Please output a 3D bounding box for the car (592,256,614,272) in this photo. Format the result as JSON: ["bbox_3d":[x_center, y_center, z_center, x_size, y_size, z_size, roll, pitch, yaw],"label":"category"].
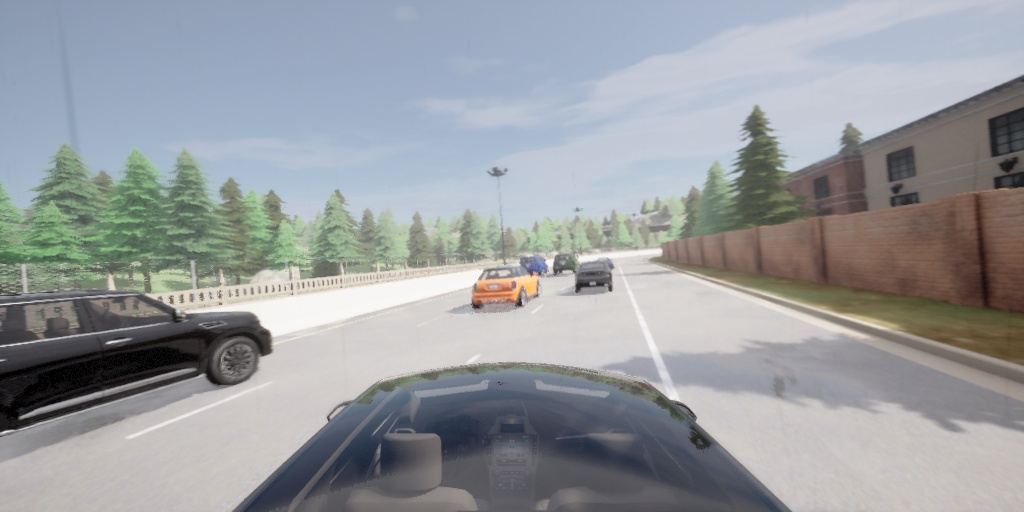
[{"bbox_3d":[9.547,0.789,37.444,1.994,1.385,4.181,-5,0,16],"label":"car"}]

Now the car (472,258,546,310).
[{"bbox_3d":[-0.129,1.203,15.945,2.097,1.767,4.553,-5,0,16],"label":"car"}]

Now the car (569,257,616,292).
[{"bbox_3d":[4.476,1.015,19.395,1.837,1.490,4.892,-5,0,16],"label":"car"}]

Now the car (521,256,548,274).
[{"bbox_3d":[2.273,1.027,37.460,2.150,2.045,5.566,-5,0,16],"label":"car"}]

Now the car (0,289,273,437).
[{"bbox_3d":[-6.724,1.529,5.396,2.150,2.045,5.566,-5,0,16],"label":"car"}]

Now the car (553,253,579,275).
[{"bbox_3d":[5.472,0.761,35.943,2.150,2.045,5.566,-5,0,16],"label":"car"}]
